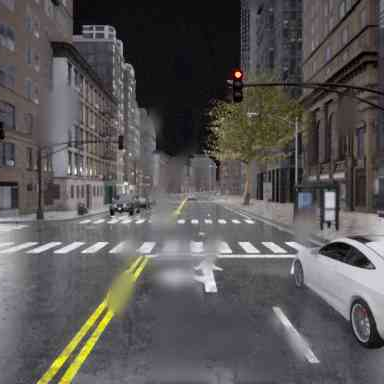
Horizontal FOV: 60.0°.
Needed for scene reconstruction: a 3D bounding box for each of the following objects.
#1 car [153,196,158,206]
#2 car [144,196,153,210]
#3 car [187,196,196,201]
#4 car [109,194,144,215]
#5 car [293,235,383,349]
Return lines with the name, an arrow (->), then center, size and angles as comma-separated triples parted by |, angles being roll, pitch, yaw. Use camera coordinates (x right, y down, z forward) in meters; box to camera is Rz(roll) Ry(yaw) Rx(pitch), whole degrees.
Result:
car -> -6.624, 1.412, 53.670 | 2.128, 1.511, 4.902 | 0, 0, 0
car -> -6.626, 1.430, 43.352 | 1.882, 1.535, 5.008 | 0, 0, 0
car -> -0.042, 1.425, 73.490 | 1.895, 1.301, 4.718 | 0, 0, 0
car -> -6.592, 1.193, 33.241 | 2.150, 2.045, 5.566 | 0, 0, 1
car -> 3.346, 1.523, 6.128 | 1.812, 1.442, 4.674 | 0, 0, 0
